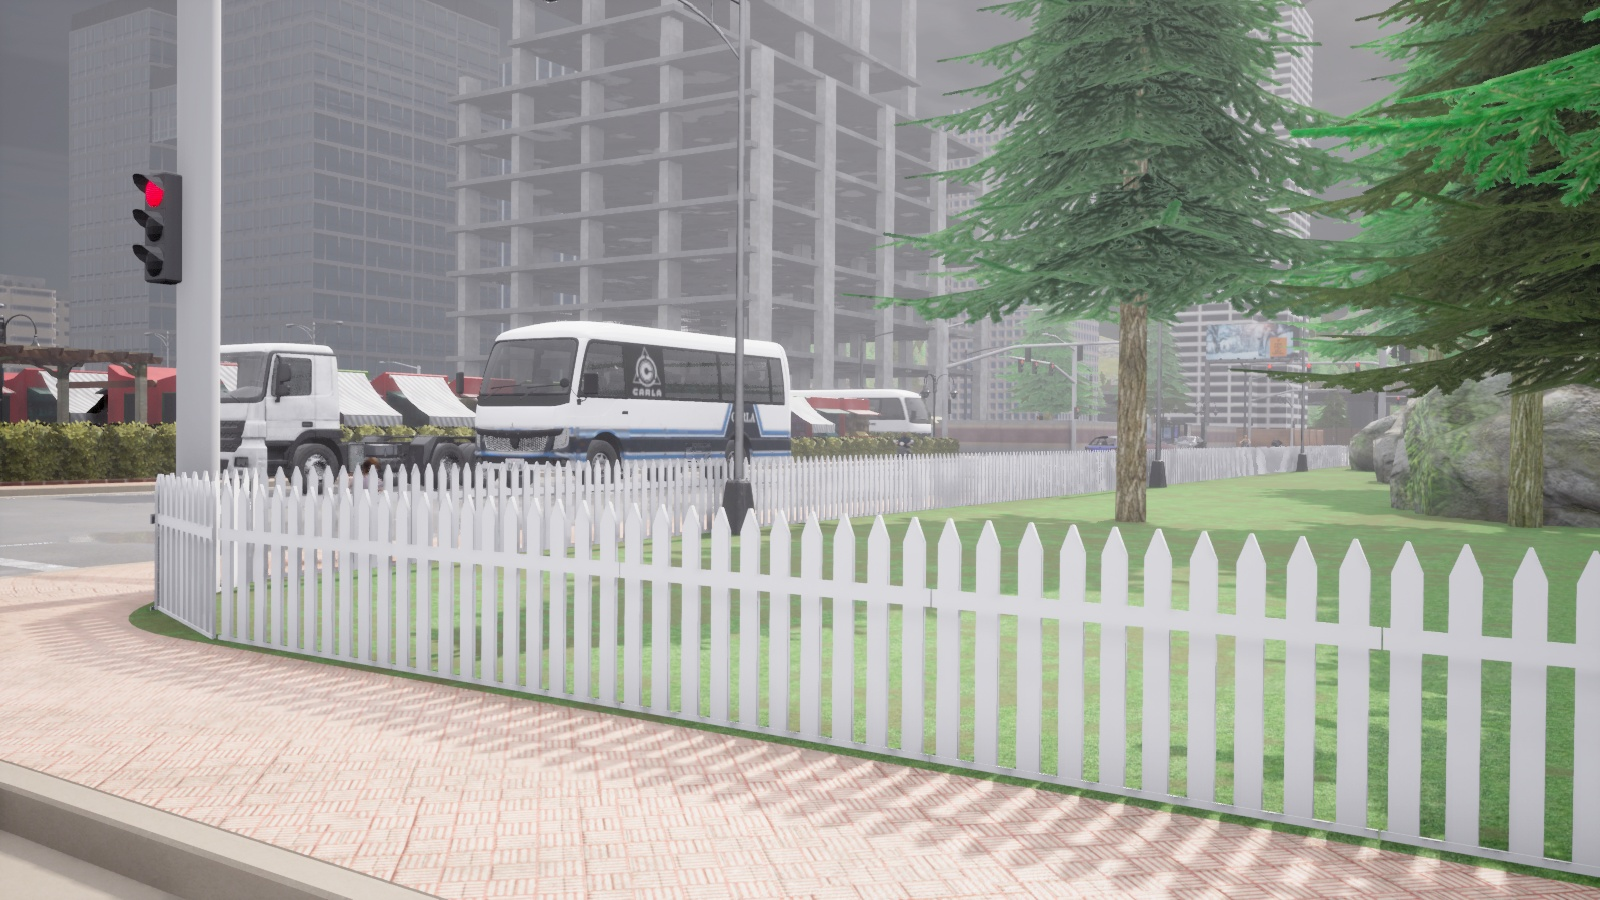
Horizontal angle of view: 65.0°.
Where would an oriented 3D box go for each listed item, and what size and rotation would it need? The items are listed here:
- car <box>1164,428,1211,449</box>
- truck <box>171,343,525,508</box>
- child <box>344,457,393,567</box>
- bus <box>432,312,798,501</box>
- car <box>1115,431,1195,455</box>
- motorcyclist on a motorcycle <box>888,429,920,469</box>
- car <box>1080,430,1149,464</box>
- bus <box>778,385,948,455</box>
[{"bbox_3d":[28.794,-0.845,93.194,2.128,1.511,4.902,0,1,32],"label":"car"},{"bbox_3d":[-10.611,-0.571,30.501,2.891,3.462,7.936,0,1,32],"label":"truck"},{"bbox_3d":[-4.476,0.633,13.018,0.255,1.110,0.394,0,1,32],"label":"child"},{"bbox_3d":[-4.467,-1.065,33.699,3.944,4.253,10.273,0,1,32],"label":"bus"},{"bbox_3d":[21.087,-0.425,74.531,4.181,1.385,1.994,0,1,32],"label":"car"},{"bbox_3d":[4.252,-0.054,51.291,0.866,1.590,1.817,0,1,18],"label":"motorcyclist on a motorcycle"},{"bbox_3d":[14.279,-0.162,56.946,1.816,1.474,4.193,0,1,32],"label":"car"},{"bbox_3d":[3.978,-1.842,80.965,10.273,4.253,3.944,0,1,32],"label":"bus"}]
